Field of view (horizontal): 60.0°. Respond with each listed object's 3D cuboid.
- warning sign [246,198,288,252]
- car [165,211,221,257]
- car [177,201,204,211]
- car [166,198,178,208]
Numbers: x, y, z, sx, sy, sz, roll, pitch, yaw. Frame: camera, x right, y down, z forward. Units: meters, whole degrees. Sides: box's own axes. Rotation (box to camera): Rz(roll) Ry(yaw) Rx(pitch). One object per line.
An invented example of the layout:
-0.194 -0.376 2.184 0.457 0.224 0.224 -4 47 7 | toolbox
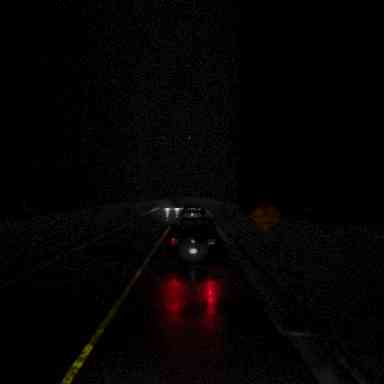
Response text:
2.707 1.167 12.133 1.300 1.860 1.060 0 -1 0 | warning sign
0.055 1.657 13.154 1.895 1.301 4.718 0 0 0 | car
0.057 1.627 29.554 2.128 1.511 4.902 0 0 0 | car
-3.088 1.783 53.579 1.837 1.490 4.892 0 -1 0 | car
